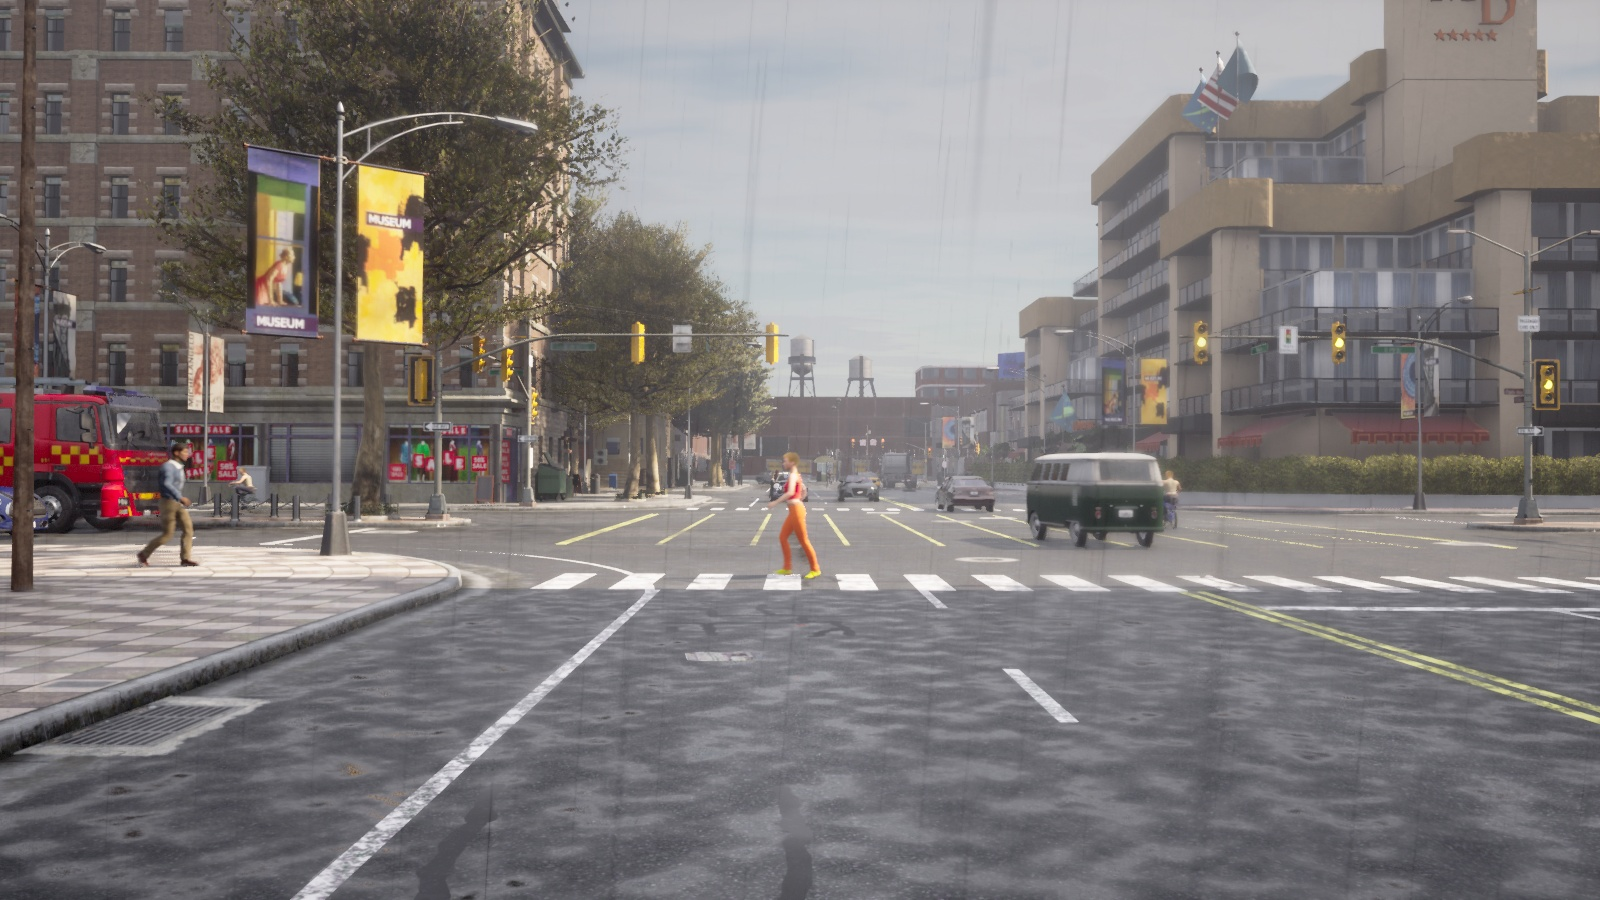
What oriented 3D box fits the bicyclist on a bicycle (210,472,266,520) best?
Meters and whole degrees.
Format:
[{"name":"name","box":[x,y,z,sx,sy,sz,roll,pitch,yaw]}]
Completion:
[{"name":"bicyclist on a bicycle","box":[-19.136,1.544,42.767,1.509,1.612,0.866,0,-1,0]}]

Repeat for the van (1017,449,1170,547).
[{"name":"van","box":[6.332,1.004,27.611,1.775,1.987,4.442,0,-1,-8]}]

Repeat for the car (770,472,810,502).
[{"name":"car","box":[-0.490,1.848,63.661,1.970,1.475,3.806,0,-1,0]}]

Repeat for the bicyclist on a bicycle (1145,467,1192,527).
[{"name":"bicyclist on a bicycle","box":[10.228,1.295,34.908,0.866,1.612,1.509,0,-1,0]}]

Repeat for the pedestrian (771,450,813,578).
[{"name":"pedestrian","box":[-0.114,0.927,18.246,0.594,1.836,0.345,0,-1,0]}]

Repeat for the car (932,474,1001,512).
[{"name":"car","box":[6.613,1.680,50.399,2.033,1.411,5.357,0,-1,0]}]

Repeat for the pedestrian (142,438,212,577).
[{"name":"pedestrian","box":[-8.837,0.805,17.825,0.788,1.949,0.423,0,-1,0]}]

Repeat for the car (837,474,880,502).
[{"name":"car","box":[2.995,1.956,65.030,1.994,1.385,4.181,0,-1,-1]}]

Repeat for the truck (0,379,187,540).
[{"name":"truck","box":[-20.230,0.255,31.284,8.468,3.827,2.891,0,-1,0]}]

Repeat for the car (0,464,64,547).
[{"name":"car","box":[-19.190,1.215,27.790,4.553,1.767,2.097,0,-1,1]}]
